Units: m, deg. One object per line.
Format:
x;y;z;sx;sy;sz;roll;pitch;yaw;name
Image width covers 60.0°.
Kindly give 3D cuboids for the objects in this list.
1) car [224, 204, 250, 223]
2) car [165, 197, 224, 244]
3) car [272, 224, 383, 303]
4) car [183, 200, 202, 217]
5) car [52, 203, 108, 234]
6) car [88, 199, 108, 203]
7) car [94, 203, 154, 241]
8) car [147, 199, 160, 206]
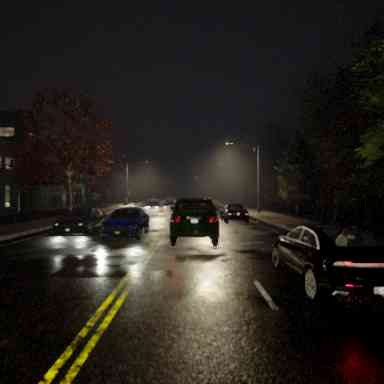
3.331;1.668;26.570;2.033;1.411;5.357;0;0;0;car
0.100;1.295;16.237;2.150;2.045;5.566;0;0;0;car
3.350;1.529;8.272;2.128;1.511;4.902;0;0;0;car
-0.010;1.662;34.559;1.837;1.490;4.892;0;0;-1;car
-6.603;1.640;20.316;2.033;1.411;5.357;0;0;0;car
-20.693;2.157;73.402;4.313;1.339;1.947;-1;1;-1;car
-3.353;1.557;17.397;1.882;1.535;5.008;0;0;0;car
-7.042;1.922;60.622;1.895;1.301;4.718;0;0;0;car
